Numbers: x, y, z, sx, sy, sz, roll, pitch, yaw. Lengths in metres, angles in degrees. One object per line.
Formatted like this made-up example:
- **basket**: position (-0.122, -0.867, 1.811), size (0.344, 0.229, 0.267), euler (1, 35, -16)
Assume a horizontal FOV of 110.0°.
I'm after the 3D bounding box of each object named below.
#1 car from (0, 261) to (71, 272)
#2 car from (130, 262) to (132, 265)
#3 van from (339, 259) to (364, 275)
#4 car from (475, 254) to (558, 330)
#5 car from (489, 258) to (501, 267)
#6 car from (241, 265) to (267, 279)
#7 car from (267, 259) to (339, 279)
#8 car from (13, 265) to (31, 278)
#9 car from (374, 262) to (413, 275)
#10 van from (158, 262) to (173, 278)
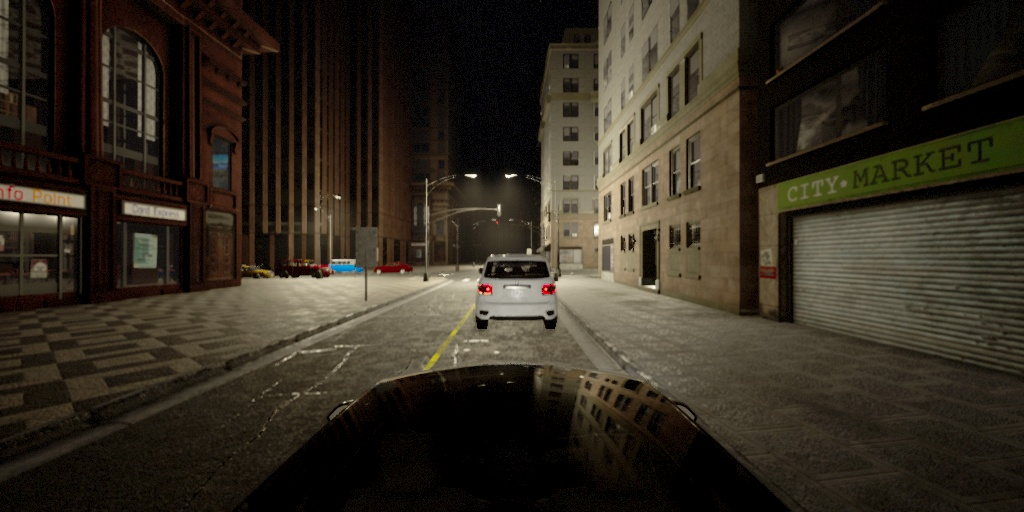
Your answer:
- **car**: position (-49.370, 1.510, 36.627), size (5.566, 2.045, 2.150), euler (-1, 0, 0)
- **car**: position (-47.723, 1.612, 42.477), size (5.009, 1.841, 2.192), euler (0, 0, 0)
- **van**: position (-19.604, 1.298, 42.378), size (3.998, 1.789, 1.690), euler (0, 0, 0)
- **car**: position (0.101, 0.965, 11.241), size (2.150, 2.045, 5.566), euler (0, 0, 0)
- **car**: position (-3.039, 1.186, 64.593), size (1.812, 1.442, 4.674), euler (0, 0, 0)
- **car**: position (-25.079, 1.519, 33.871), size (4.829, 1.417, 1.751), euler (0, 0, 0)
- **car**: position (-19.624, 1.240, 33.852), size (5.009, 1.841, 2.192), euler (0, 0, 0)
- **car**: position (-47.745, 1.815, 33.951), size (4.403, 1.370, 2.007), euler (0, 0, 0)
- **car**: position (-13.979, 1.435, 42.358), size (4.507, 1.381, 1.888), euler (0, 0, 0)
- **van**: position (-30.873, 1.402, 33.892), size (3.998, 1.789, 1.690), euler (0, 0, 0)
